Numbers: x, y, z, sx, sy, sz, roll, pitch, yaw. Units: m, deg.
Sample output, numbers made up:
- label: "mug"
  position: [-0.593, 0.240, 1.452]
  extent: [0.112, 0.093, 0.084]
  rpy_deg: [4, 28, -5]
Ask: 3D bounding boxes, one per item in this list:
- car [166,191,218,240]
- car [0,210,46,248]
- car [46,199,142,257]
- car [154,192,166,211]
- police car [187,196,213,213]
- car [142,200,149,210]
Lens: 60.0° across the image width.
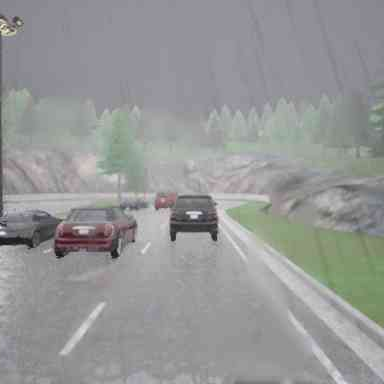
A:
- label: "car"
  position: [0.088, 1.101, 16.514]
  extent: [2.150, 2.045, 5.566]
  rpy_deg: [0, 0, 0]
- label: "car"
  position: [-6.911, 1.461, 14.162]
  extent: [1.994, 1.385, 4.181]
  rpy_deg: [0, 0, 0]
- label: "car"
  position: [-3.410, 1.260, 12.616]
  extent: [2.097, 1.767, 4.553]
  rpy_deg: [0, 0, 0]
- label: "car"
  position: [-2.393, 0.959, 36.175]
  extent: [2.150, 2.045, 5.566]
  rpy_deg: [0, 0, 11]
- label: "police car"
  position: [0.901, 1.254, 34.605]
  extent: [2.038, 1.542, 4.974]
  rpy_deg: [1, 0, 9]
- label: "car"
  position: [-6.056, 1.343, 35.537]
  extent: [1.895, 1.301, 4.718]
  rpy_deg: [0, 0, 9]
